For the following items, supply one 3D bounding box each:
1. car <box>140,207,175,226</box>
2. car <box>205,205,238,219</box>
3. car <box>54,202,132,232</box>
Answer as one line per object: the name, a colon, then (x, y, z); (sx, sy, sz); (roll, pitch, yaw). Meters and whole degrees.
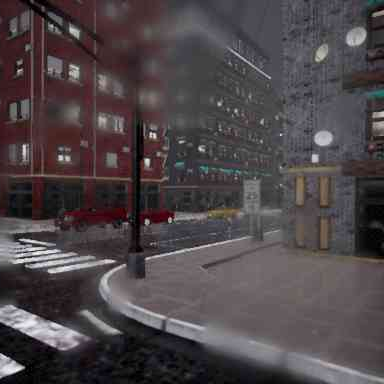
car: (-3.248, 1.919, 26.829); (1.887, 1.381, 4.507); (-1, -2, 35)
car: (3.240, 2.102, 35.985); (1.752, 1.417, 4.829); (-1, -2, 35)
car: (-6.541, 1.586, 22.187); (2.192, 1.841, 5.009); (-1, -2, 35)
